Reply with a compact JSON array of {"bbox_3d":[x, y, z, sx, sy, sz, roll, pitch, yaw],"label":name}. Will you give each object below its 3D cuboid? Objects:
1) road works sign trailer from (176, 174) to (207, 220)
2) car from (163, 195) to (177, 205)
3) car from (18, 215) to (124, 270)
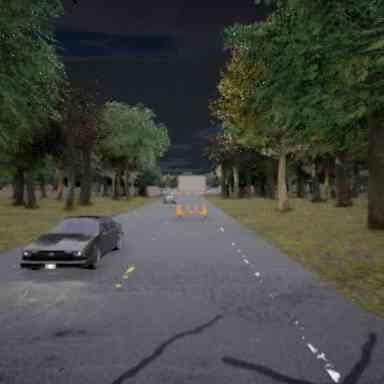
[{"bbox_3d":[-0.002,0.350,27.003,2.380,3.560,2.880,0,0,0],"label":"road works sign trailer"},{"bbox_3d":[-3.562,1.268,53.134,1.812,1.442,4.674,0,0,0],"label":"car"},{"bbox_3d":[-3.600,1.506,11.141,2.033,1.411,5.357,0,0,0],"label":"car"}]
